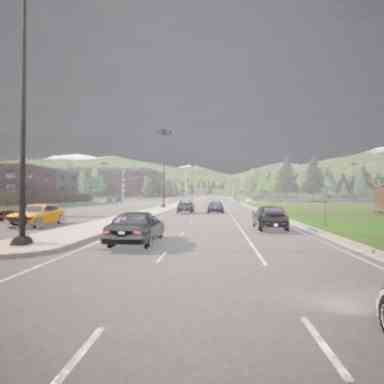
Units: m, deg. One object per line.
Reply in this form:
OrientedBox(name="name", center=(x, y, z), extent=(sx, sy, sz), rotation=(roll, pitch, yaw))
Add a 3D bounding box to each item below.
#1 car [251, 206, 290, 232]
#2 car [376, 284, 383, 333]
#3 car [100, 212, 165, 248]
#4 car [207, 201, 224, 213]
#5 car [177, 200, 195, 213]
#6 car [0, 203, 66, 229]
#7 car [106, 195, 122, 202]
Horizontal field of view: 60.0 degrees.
OrientedBox(name="car", center=(5.007, 1.652, 21.544), extent=(1.837, 1.490, 4.892), rotation=(0, 0, 4))
OrientedBox(name="car", center=(3.862, 1.570, 3.503), extent=(1.812, 1.442, 4.674), rotation=(0, 0, 2))
OrientedBox(name="car", center=(-2.486, 1.613, 15.082), extent=(2.033, 1.411, 5.357), rotation=(0, 0, 4))
OrientedBox(name="car", center=(2.914, 1.801, 40.978), extent=(1.994, 1.385, 4.181), rotation=(0, 0, 4))
OrientedBox(name="car", center=(-0.693, 1.699, 39.644), extent=(2.128, 1.511, 4.902), rotation=(0, 0, 4))
OrientedBox(name="car", center=(-10.200, 1.531, 22.095), extent=(1.882, 1.535, 5.008), rotation=(0, 0, 4))
OrientedBox(name="car", center=(-14.271, 1.204, 60.909), extent=(2.097, 1.767, 4.553), rotation=(0, 0, 4))
